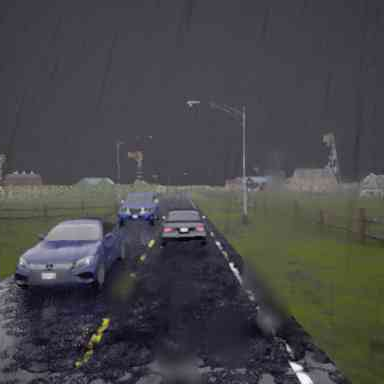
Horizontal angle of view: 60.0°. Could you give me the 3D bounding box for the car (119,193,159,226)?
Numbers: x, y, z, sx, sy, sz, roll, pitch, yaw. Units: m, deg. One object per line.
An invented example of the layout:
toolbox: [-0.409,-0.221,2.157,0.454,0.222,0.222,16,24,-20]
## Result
car: [-3.386,1.066,22.189,2.150,2.045,5.566,-1,0,-1]

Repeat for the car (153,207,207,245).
car: [-0.351,1.420,14.730,2.033,1.411,5.357,-1,1,-1]

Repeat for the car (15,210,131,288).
car: [-3.063,1.481,9.282,1.812,1.442,4.674,-1,0,-2]
